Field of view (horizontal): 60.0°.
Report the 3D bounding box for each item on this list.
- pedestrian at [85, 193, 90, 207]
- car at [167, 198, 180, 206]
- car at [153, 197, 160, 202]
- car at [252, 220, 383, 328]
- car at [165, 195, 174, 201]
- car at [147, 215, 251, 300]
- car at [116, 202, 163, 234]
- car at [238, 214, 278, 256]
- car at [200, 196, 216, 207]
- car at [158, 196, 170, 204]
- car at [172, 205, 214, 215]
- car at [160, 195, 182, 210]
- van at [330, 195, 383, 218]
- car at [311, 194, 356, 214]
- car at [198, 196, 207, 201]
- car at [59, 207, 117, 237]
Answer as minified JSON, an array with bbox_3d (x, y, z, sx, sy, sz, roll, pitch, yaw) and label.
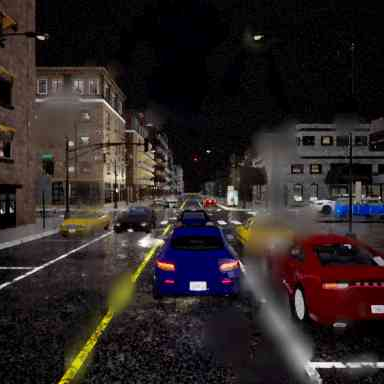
[{"bbox_3d":[-12.639,1.079,40.276,0.375,1.860,0.375,0,0,0],"label":"pedestrian"},{"bbox_3d":[-3.099,1.629,56.470,1.895,1.301,4.718,0,0,0],"label":"car"},{"bbox_3d":[-5.708,1.579,56.549,2.008,1.369,4.403,0,0,0],"label":"car"},{"bbox_3d":[2.684,1.544,7.000,1.887,1.381,4.507,0,0,0],"label":"car"},{"bbox_3d":[-5.715,1.596,84.862,1.752,1.417,4.829,0,0,0],"label":"car"},{"bbox_3d":[0.102,1.525,8.283,1.812,1.442,4.674,0,0,0],"label":"car"},{"bbox_3d":[-3.103,1.550,19.401,2.033,1.411,5.357,0,0,0],"label":"car"},{"bbox_3d":[2.683,1.526,12.867,1.752,1.417,4.829,0,0,0],"label":"car"},{"bbox_3d":[2.673,1.462,50.866,1.967,1.590,4.097,0,0,0],"label":"car"},{"bbox_3d":[-5.710,1.594,67.942,2.008,1.369,4.403,0,0,0],"label":"car"},{"bbox_3d":[0.097,1.565,16.976,1.994,1.385,4.181,0,0,0],"label":"car"},{"bbox_3d":[-2.700,1.495,42.330,2.128,1.511,4.902,0,-1,-6],"label":"car"},{"bbox_3d":[14.652,1.413,29.163,3.998,1.788,1.690,0,0,0],"label":"van"},{"bbox_3d":[15.477,1.256,34.957,5.566,2.045,2.150,0,0,0],"label":"car"},{"bbox_3d":[2.666,1.622,85.046,2.008,1.369,4.403,-1,0,0],"label":"car"},{"bbox_3d":[-5.700,1.527,18.226,1.752,1.417,4.829,0,0,0],"label":"car"}]
